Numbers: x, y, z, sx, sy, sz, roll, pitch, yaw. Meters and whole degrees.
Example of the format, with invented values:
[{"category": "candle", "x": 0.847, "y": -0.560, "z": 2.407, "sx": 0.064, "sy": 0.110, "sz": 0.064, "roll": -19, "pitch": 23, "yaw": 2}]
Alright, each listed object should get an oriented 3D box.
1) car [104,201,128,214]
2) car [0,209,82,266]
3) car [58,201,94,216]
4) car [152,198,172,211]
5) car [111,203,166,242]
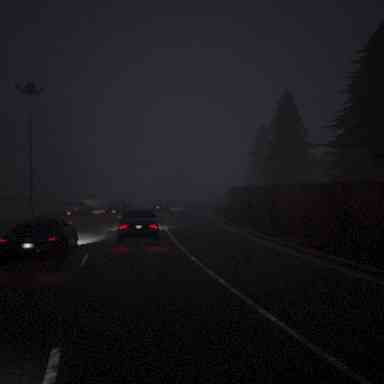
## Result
[{"category": "car", "x": -7.208, "y": 1.501, "z": 33.126, "sx": 1.895, "sy": 1.301, "sz": 4.718, "roll": 0, "pitch": 0, "yaw": 1}, {"category": "car", "x": -5.245, "y": 1.543, "z": 11.686, "sx": 1.994, "sy": 1.385, "sz": 4.181, "roll": 0, "pitch": 0, "yaw": -13}, {"category": "car", "x": -10.736, "y": 1.531, "z": 31.182, "sx": 1.895, "sy": 1.301, "sz": 4.718, "roll": 0, "pitch": 0, "yaw": 0}, {"category": "car", "x": -3.455, "y": 1.385, "z": 37.486, "sx": 1.812, "sy": 1.442, "sz": 4.674, "roll": 0, "pitch": 0, "yaw": 4}, {"category": "car", "x": -2.623, "y": 1.492, "z": 16.243, "sx": 2.033, "sy": 1.411, "sz": 5.357, "roll": 0, "pitch": 0, "yaw": -9}]
